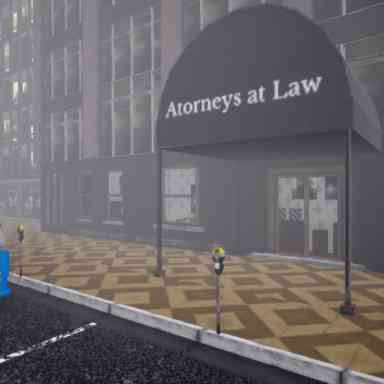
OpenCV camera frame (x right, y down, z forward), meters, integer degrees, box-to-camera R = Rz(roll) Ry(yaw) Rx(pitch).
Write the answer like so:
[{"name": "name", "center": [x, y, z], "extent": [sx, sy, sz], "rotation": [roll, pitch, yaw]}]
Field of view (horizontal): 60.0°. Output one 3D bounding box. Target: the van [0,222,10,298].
[{"name": "van", "center": [-5.327, 1.341, 6.698], "extent": [3.998, 1.788, 1.690], "rotation": [0, 0, 36]}]
